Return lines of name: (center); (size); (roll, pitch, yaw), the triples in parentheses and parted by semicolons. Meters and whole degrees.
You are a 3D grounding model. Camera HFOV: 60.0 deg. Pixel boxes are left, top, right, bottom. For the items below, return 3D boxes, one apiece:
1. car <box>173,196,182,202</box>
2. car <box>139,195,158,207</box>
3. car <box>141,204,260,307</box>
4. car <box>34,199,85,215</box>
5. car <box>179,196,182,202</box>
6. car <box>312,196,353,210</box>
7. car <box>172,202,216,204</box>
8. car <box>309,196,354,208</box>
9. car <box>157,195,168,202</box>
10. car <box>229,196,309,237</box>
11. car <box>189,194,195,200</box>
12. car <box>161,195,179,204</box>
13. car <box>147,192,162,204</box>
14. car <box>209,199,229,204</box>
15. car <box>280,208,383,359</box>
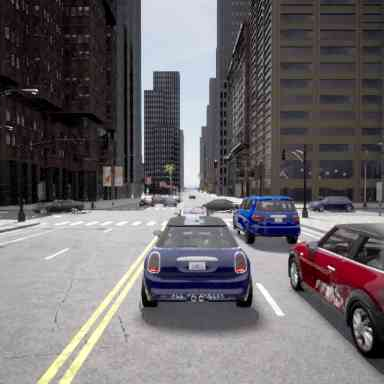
car: (-3.268, 1.551, 77.115); (1.895, 1.301, 4.718); (0, 0, 0)
car: (-6.606, 1.528, 49.143); (1.994, 1.385, 4.181); (0, 0, 0)
car: (0.094, 1.348, 8.111); (2.097, 1.767, 4.553); (0, 0, 0)
car: (-13.519, 1.488, 34.065); (4.892, 1.490, 1.837); (-1, 4, -19)
car: (-3.292, 1.506, 66.774); (2.033, 1.411, 5.357); (0, 0, 1)
car: (16.670, 1.323, 39.608); (4.097, 1.590, 1.967); (0, 1, 0)
car: (0.089, 1.480, 17.048); (2.128, 1.511, 4.902); (0, 0, 0)
car: (15.344, 1.277, 36.907); (4.553, 1.767, 2.097); (0, 1, -1)
car: (-6.518, 1.481, 73.820); (2.128, 1.511, 4.902); (0, 0, 0)
car: (3.349, 1.211, 15.863); (2.150, 2.045, 5.566); (0, 0, -2)
car: (-0.021, 1.456, 92.264); (1.837, 1.490, 4.892); (0, 0, 0)
car: (-3.243, 1.491, 49.037); (1.812, 1.442, 4.674); (0, 0, -3)
car: (-6.581, 1.312, 61.591); (2.097, 1.767, 4.553); (0, 0, 0)
car: (3.412, 1.489, 35.891); (4.674, 1.442, 1.812); (-1, 0, 31)
car: (3.344, 1.349, 6.152); (2.097, 1.767, 4.553); (0, 0, 0)
